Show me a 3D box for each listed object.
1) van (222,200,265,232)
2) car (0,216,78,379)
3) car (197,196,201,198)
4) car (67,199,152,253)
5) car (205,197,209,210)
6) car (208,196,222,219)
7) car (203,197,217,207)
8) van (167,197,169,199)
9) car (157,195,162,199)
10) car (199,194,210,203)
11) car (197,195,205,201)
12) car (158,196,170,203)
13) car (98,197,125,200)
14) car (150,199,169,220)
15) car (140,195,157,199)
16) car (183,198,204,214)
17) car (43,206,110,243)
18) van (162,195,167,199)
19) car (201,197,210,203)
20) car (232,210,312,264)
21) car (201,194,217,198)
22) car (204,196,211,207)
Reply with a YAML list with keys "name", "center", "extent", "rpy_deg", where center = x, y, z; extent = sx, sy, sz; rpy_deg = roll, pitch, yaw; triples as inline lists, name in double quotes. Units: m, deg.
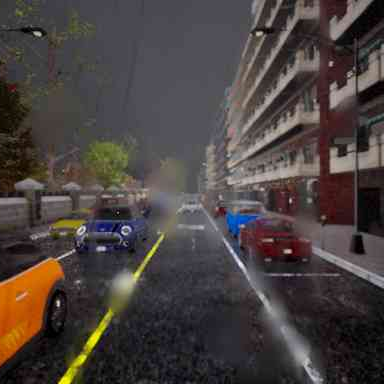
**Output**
- name: "van"
  center: [2.705, 1.335, 17.239]
  extent: [1.690, 1.788, 3.998]
  rpy_deg: [0, 0, 0]
- name: "car"
  center: [-3.097, 1.351, 3.568]
  extent: [2.097, 1.767, 4.553]
  rpy_deg: [0, 0, 0]
- name: "car"
  center: [0.054, 1.606, 47.250]
  extent: [1.895, 1.301, 4.718]
  rpy_deg: [0, 0, 1]
- name: "car"
  center: [-3.089, 1.349, 13.558]
  extent: [2.097, 1.767, 4.553]
  rpy_deg: [0, 0, 0]
- name: "car"
  center: [2.716, 1.548, 34.130]
  extent: [2.008, 1.369, 4.403]
  rpy_deg: [0, 0, 0]
- name: "car"
  center: [2.713, 1.436, 28.500]
  extent: [1.967, 1.590, 4.097]
  rpy_deg: [0, 0, 0]
- name: "car"
  center: [2.727, 1.558, 51.020]
  extent: [2.008, 1.369, 4.403]
  rpy_deg: [0, 0, 0]
- name: "van"
  center: [-5.645, 1.362, 62.285]
  extent: [1.690, 1.788, 3.998]
  rpy_deg: [0, 0, 0]
- name: "car"
  center: [-5.656, 1.445, 45.395]
  extent: [1.967, 1.590, 4.097]
  rpy_deg: [0, 0, 0]
- name: "car"
  center: [2.743, 1.352, 73.540]
  extent: [2.192, 1.841, 5.009]
  rpy_deg: [0, 0, 0]
- name: "car"
  center: [2.413, 1.591, 89.250]
  extent: [1.812, 1.442, 4.674]
  rpy_deg: [0, 0, 0]
- name: "car"
  center: [-5.641, 1.579, 67.915]
  extent: [2.008, 1.369, 4.403]
  rpy_deg: [0, 0, 0]
- name: "car"
  center: [-5.672, 1.311, 22.875]
  extent: [2.192, 1.841, 5.009]
  rpy_deg: [0, 0, 0]
- name: "car"
  center: [-3.070, 1.560, 27.754]
  extent: [1.994, 1.385, 4.181]
  rpy_deg: [0, 0, 0]
- name: "car"
  center: [-5.660, 1.441, 39.766]
  extent: [1.967, 1.590, 4.097]
  rpy_deg: [0, 0, 0]
- name: "car"
  center: [0.026, 1.599, 35.235]
  extent: [1.895, 1.301, 4.718]
  rpy_deg: [0, 0, 0]
- name: "car"
  center: [-5.675, 1.521, 17.075]
  extent: [1.752, 1.417, 4.829]
  rpy_deg: [0, 0, 0]
- name: "van"
  center: [-5.649, 1.355, 56.656]
  extent: [1.690, 1.788, 3.998]
  rpy_deg: [0, 0, 0]
- name: "car"
  center: [2.739, 1.609, 67.911]
  extent: [1.802, 1.307, 4.206]
  rpy_deg: [0, 0, 0]
- name: "car"
  center: [2.701, 1.540, 11.608]
  extent: [1.887, 1.381, 4.507]
  rpy_deg: [0, 0, 0]
- name: "car"
  center: [2.725, 1.319, 45.390]
  extent: [2.192, 1.841, 5.009]
  rpy_deg: [0, 0, 0]
- name: "car"
  center: [2.720, 1.545, 39.759]
  extent: [1.887, 1.381, 4.507]
  rpy_deg: [0, 0, 0]
